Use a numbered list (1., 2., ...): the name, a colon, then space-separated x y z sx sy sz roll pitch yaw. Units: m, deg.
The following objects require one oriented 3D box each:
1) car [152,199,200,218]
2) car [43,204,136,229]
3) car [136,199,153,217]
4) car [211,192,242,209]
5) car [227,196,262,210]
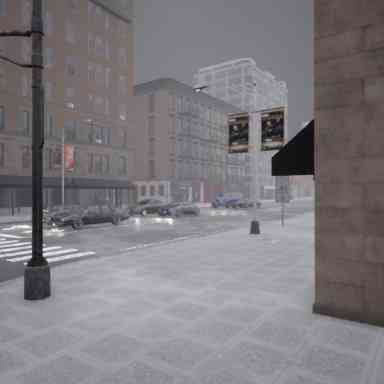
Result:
1. car: -1.097 1.467 28.986 1.994 1.385 4.181 0 0 35
2. car: -6.449 1.489 21.417 2.033 1.411 5.357 0 0 35
3. car: -3.967 1.415 30.542 1.837 1.490 4.892 0 0 35
4. car: 4.639 1.069 42.667 2.150 2.045 5.566 0 0 36
5. car: 6.516 1.447 39.697 1.895 1.301 4.718 0 0 35
